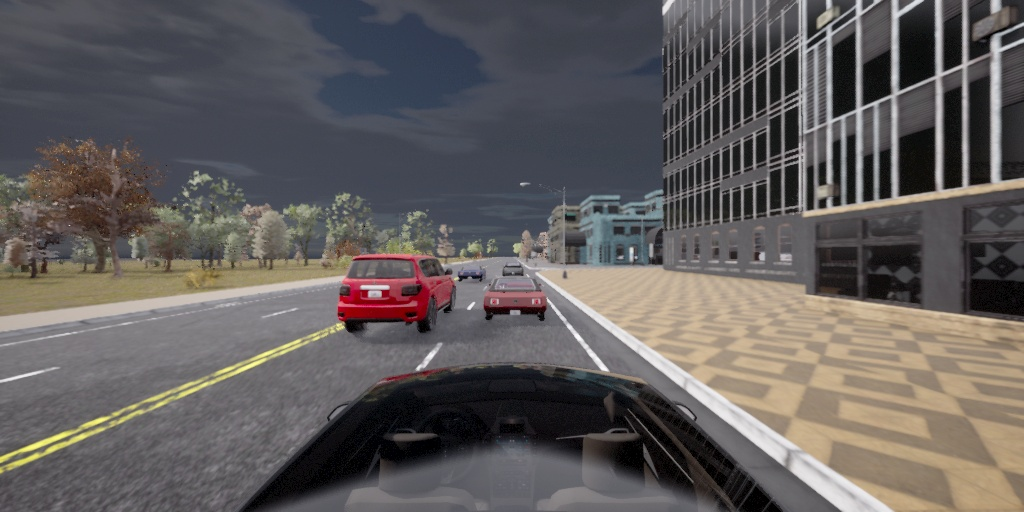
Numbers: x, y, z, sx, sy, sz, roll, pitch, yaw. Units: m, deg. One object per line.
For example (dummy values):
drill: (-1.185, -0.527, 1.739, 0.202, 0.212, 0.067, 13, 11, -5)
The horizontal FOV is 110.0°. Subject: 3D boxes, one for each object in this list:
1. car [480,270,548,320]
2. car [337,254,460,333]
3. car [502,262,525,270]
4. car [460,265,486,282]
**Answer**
car: (0.100, 1.349, 12.574, 1.895, 1.301, 4.718, 0, 0, 0)
car: (-3.150, 0.970, 10.913, 2.150, 2.045, 5.566, 0, 0, 0)
car: (0.103, 1.235, 32.244, 2.128, 1.511, 4.902, 0, 0, 0)
car: (-3.148, 1.345, 29.091, 1.895, 1.301, 4.718, 0, 0, 0)
